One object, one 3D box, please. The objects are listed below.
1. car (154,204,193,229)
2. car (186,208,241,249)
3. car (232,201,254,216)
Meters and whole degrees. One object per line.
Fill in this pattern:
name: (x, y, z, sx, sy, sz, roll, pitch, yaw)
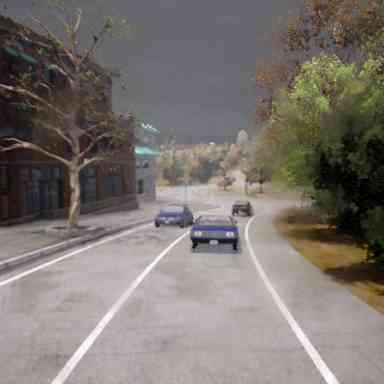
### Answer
car: (-1.083, 1.542, 22.209, 1.812, 1.442, 4.674, 1, 0, 11)
car: (1.094, 1.631, 14.822, 1.895, 1.301, 4.718, 1, 0, 7)
car: (5.353, 1.669, 34.911, 1.837, 1.490, 4.892, 1, 0, 16)
